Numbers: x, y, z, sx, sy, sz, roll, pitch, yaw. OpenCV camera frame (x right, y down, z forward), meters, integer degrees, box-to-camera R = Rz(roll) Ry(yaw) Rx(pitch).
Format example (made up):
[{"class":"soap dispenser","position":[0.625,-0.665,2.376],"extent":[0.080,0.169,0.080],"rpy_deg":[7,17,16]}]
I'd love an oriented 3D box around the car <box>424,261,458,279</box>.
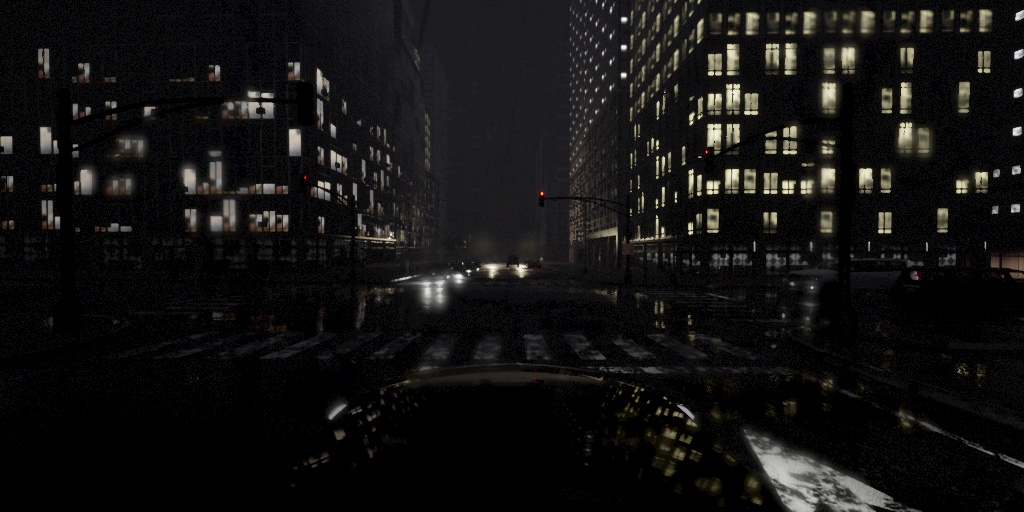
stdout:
[{"class":"car","position":[-6.519,1.225,32.319],"extent":[2.128,1.511,4.902],"rpy_deg":[0,0,0]}]

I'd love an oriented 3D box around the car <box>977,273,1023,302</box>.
[{"class":"car","position":[26.950,1.569,17.967],"extent":[4.718,1.301,1.895],"rpy_deg":[0,1,1]}]

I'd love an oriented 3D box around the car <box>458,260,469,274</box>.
[{"class":"car","position":[-6.492,1.326,41.600],"extent":[1.895,1.301,4.718],"rpy_deg":[0,0,0]}]

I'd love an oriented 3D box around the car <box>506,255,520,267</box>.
[{"class":"car","position":[0.171,0.925,62.845],"extent":[2.150,2.045,5.566],"rpy_deg":[0,0,0]}]

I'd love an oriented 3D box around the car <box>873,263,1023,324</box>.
[{"class":"car","position":[16.220,1.282,12.403],"extent":[5.009,1.841,2.192],"rpy_deg":[0,0,1]}]

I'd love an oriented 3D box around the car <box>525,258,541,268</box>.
[{"class":"car","position":[3.506,1.310,57.651],"extent":[1.895,1.301,4.718],"rpy_deg":[0,0,0]}]

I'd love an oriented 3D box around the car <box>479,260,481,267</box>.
[{"class":"car","position":[-6.392,1.182,61.711],"extent":[1.882,1.535,5.008],"rpy_deg":[0,0,1]}]

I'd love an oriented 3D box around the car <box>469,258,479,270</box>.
[{"class":"car","position":[-6.457,1.263,51.371],"extent":[2.033,1.411,5.357],"rpy_deg":[0,0,0]}]

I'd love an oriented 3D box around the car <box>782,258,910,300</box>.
[{"class":"car","position":[17.035,1.103,18.156],"extent":[5.566,2.045,2.150],"rpy_deg":[1,1,1]}]
